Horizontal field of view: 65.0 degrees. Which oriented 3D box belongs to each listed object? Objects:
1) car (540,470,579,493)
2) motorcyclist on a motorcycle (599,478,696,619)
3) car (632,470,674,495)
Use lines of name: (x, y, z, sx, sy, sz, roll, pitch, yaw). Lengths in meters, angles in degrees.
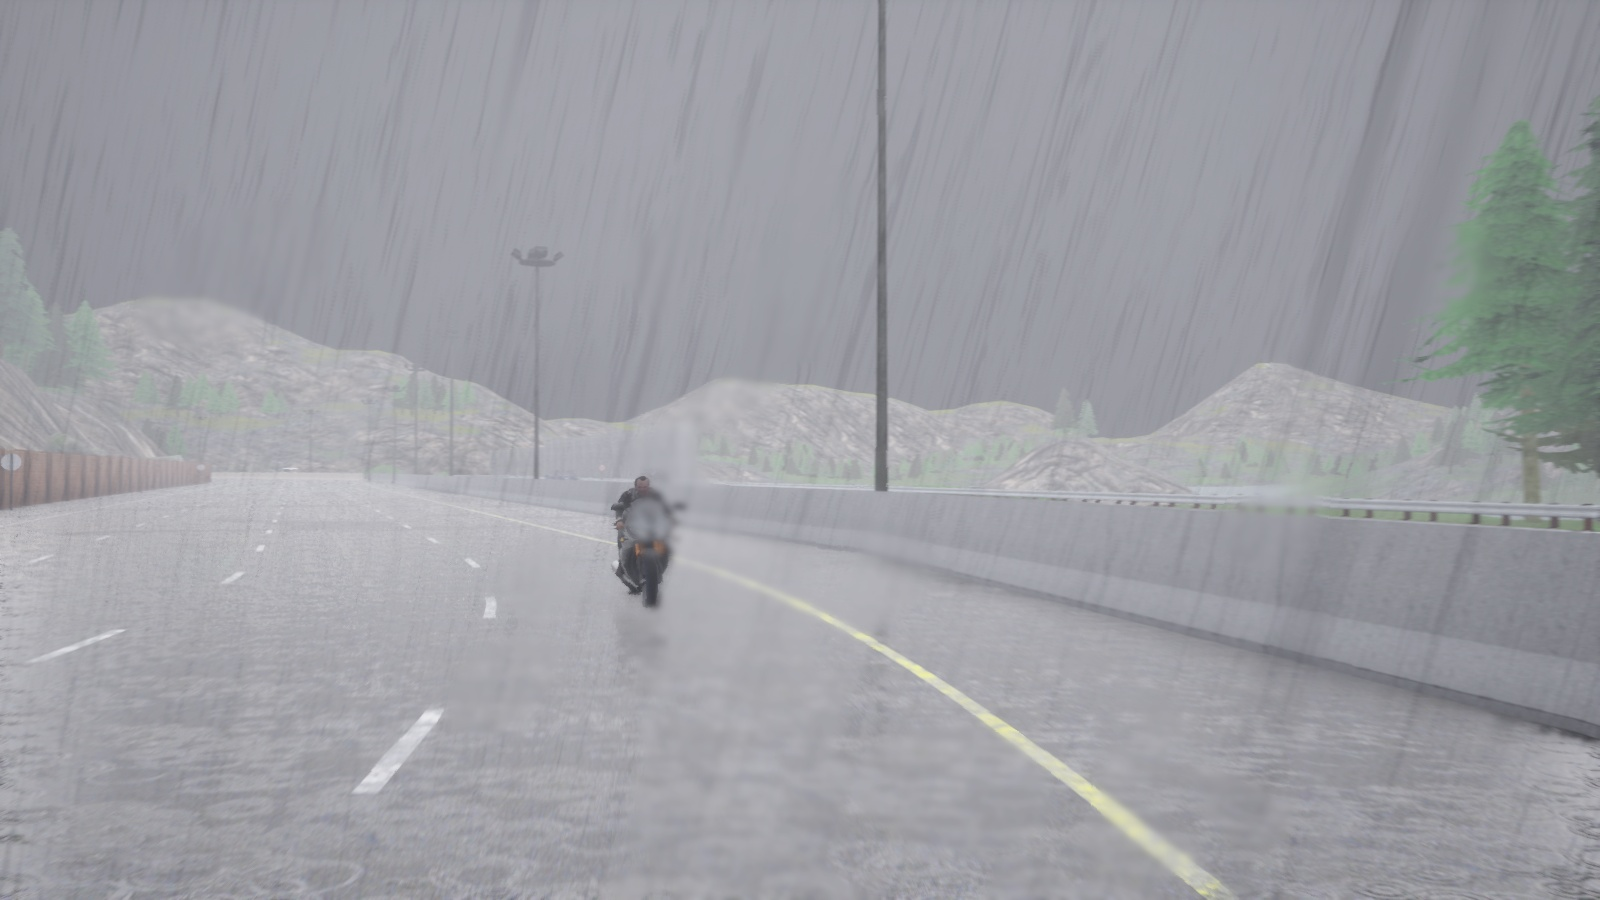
car: (-18.501, 2.409, 96.498, 2.097, 1.767, 4.553, 0, -1, -22)
motorcyclist on a motorcycle: (-1.859, 1.113, 15.014, 0.866, 1.530, 2.191, -1, -1, -14)
car: (-9.905, 2.190, 84.378, 1.851, 1.617, 3.988, 0, -1, -22)
